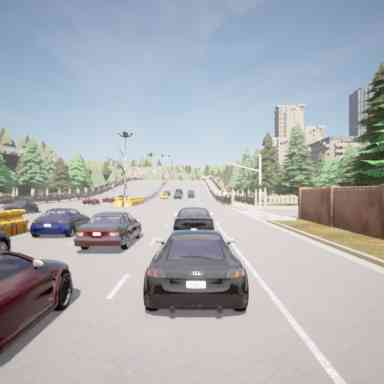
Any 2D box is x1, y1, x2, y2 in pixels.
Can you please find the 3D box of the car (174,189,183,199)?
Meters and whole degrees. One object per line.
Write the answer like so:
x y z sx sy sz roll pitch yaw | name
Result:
-3.697 0.899 86.888 2.097 1.767 4.553 0 3 0 | car

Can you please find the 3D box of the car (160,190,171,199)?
-7.198 1.019 86.902 1.882 1.535 5.008 0 3 0 | car

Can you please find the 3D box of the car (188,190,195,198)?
-0.218 0.834 90.060 1.837 1.490 4.892 0 4 0 | car

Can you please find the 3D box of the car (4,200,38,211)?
-17.635 1.562 34.501 1.994 1.385 4.181 0 0 0 | car

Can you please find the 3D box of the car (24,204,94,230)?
-6.919 1.563 17.931 1.994 1.385 4.181 0 0 0 | car

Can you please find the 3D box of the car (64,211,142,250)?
-3.409 1.547 14.371 2.033 1.411 5.357 0 0 0 | car

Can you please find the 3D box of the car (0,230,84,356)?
-3.410 1.564 5.131 1.994 1.385 4.181 0 0 0 | car

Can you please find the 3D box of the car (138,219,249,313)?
0.088 1.564 7.740 1.994 1.385 4.181 0 0 1 | car

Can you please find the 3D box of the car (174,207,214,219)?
0.084 1.477 16.730 1.882 1.535 5.008 0 0 0 | car

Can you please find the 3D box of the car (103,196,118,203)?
-17.590 1.590 70.351 1.895 1.301 4.718 0 0 0 | car

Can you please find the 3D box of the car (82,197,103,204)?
-17.635 1.598 58.069 1.895 1.301 4.718 0 0 0 | car

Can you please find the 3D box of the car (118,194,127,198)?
-17.679 1.274 84.102 1.895 1.301 4.718 0 2 0 | car
